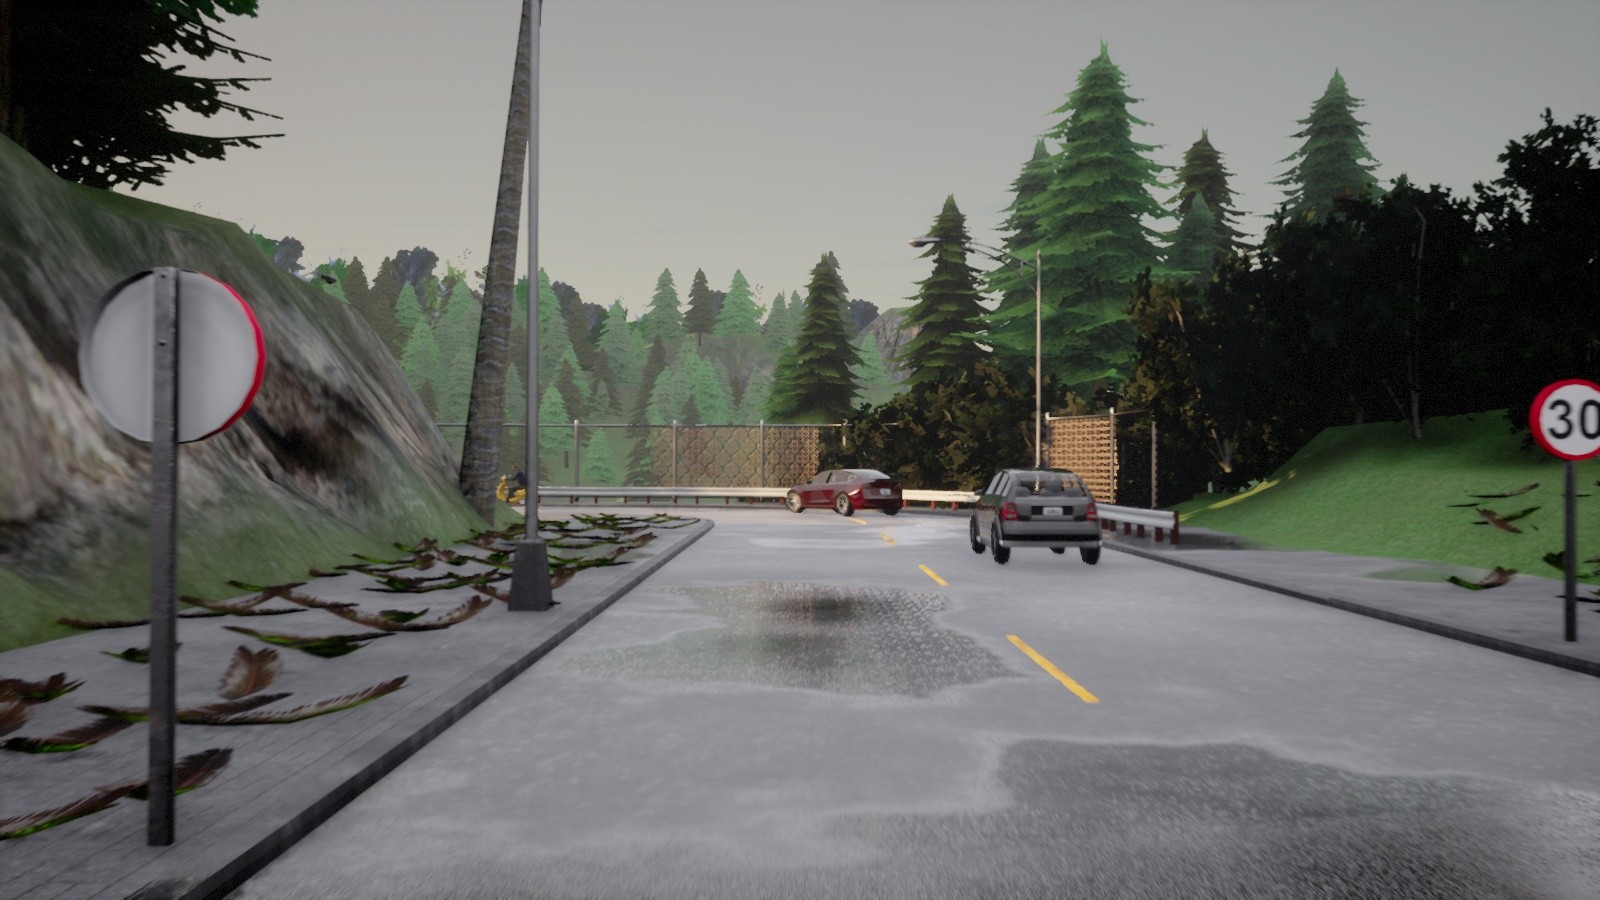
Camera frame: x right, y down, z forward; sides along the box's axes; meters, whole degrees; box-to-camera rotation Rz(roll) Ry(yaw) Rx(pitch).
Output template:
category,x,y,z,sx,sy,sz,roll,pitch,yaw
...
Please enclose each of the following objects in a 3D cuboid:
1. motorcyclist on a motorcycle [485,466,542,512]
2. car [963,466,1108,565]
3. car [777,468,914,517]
category,x,y,z,sx,sy,sz,roll,pitch,yaw
motorcyclist on a motorcycle,-10.234,1.386,44.850,1.817,1.590,0.866,0,-1,1
car,3.948,1.052,21.600,1.789,1.549,3.705,0,-1,0
car,1.394,1.334,40.737,2.163,1.488,4.792,0,-1,-31
